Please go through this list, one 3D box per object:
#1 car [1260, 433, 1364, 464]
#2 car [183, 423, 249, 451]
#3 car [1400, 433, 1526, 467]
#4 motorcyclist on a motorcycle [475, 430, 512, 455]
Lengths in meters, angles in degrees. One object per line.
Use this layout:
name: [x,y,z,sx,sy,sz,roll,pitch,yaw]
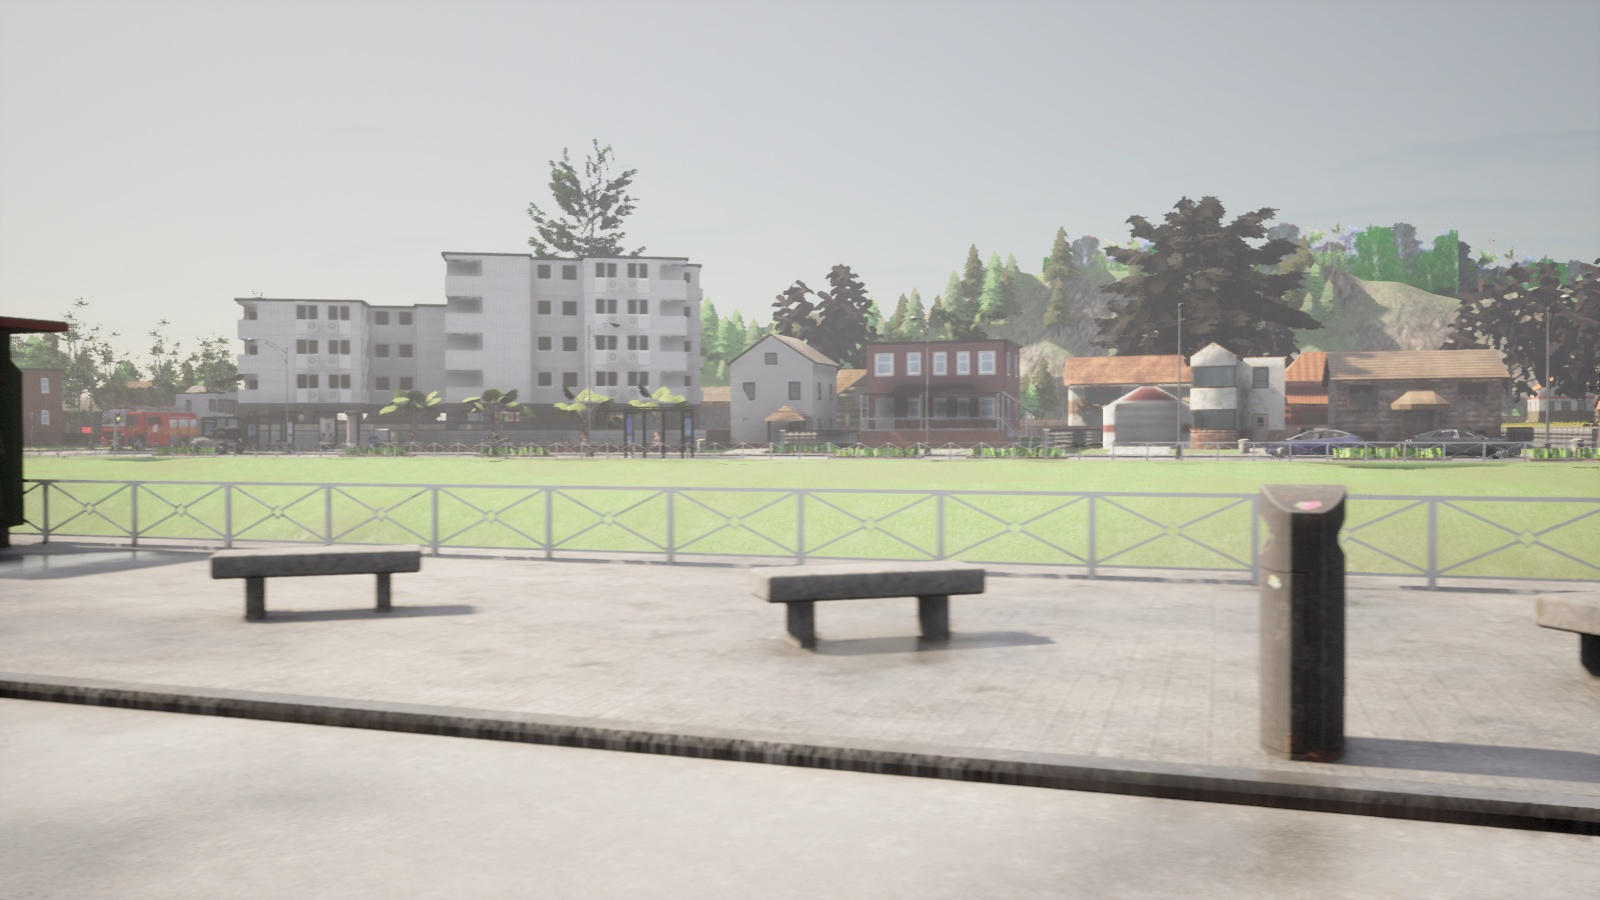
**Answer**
car: [26.128,-0.104,64.238,4.792,1.488,2.163,1,1,19]
car: [-40.289,-0.916,86.595,3.866,1.878,1.905,1,1,19]
car: [30.778,-0.038,58.451,4.902,1.511,2.128,1,1,19]
motorcyclist on a motorcycle: [-19.434,-0.486,79.578,2.191,1.530,0.866,1,1,19]
